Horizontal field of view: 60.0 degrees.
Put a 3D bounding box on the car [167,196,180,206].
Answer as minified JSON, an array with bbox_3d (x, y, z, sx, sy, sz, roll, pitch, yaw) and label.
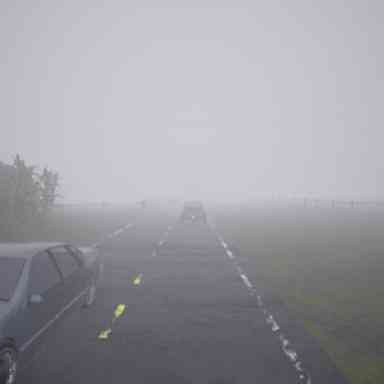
[{"bbox_3d":[-2.750,1.492,52.874,1.837,1.490,4.892,0,0,0],"label":"car"}]

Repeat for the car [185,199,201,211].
[{"bbox_3d":[0.104,1.582,42.461,1.895,1.301,4.718,0,0,0],"label":"car"}]

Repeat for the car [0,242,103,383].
[{"bbox_3d":[-2.848,1.545,5.091,2.033,1.411,5.357,0,0,0],"label":"car"}]

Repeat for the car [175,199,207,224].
[{"bbox_3d":[0.101,1.481,24.495,2.128,1.511,4.902,0,0,0],"label":"car"}]
